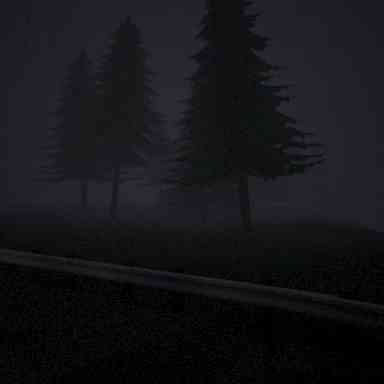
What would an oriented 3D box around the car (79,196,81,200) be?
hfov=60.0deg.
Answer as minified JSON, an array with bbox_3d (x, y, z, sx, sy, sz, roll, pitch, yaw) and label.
[{"bbox_3d":[-29.656,1.595,90.481,1.895,1.301,4.718,0,0,-14],"label":"car"}]

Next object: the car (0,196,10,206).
[{"bbox_3d":[-24.559,1.547,38.971,2.033,1.411,5.357,0,0,16],"label":"car"}]

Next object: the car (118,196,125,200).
[{"bbox_3d":[-18.529,1.595,86.902,1.895,1.301,4.718,0,0,-10],"label":"car"}]

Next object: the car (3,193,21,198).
[{"bbox_3d":[-38.980,1.225,71.219,2.150,2.045,5.566,0,0,5],"label":"car"}]

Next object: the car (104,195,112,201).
[{"bbox_3d":[-22.220,1.525,88.247,2.128,1.511,4.902,0,0,-10],"label":"car"}]
